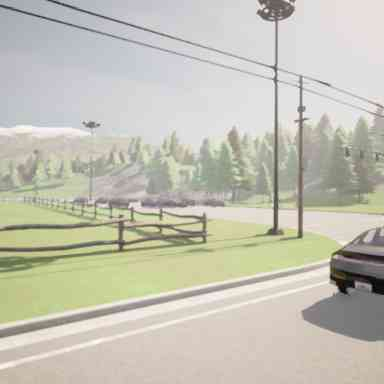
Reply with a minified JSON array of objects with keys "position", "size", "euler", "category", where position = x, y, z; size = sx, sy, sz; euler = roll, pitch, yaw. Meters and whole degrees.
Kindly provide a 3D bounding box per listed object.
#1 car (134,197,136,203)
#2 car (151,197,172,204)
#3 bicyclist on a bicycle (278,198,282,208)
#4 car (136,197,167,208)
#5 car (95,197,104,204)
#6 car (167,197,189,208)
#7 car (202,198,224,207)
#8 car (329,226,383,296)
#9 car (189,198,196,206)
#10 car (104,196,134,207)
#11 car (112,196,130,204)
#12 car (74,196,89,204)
[{"position":[-13.533,1.731,72.696],"size":[1.895,1.301,4.718],"euler":[0,0,-35],"category":"car"},{"position":[-6.410,1.706,68.756],"size":[2.033,1.411,5.357],"euler":[0,0,-35],"category":"car"},{"position":[12.528,1.492,48.463],"size":[1.656,1.620,0.582],"euler":[0,0,-35],"category":"bicyclist on a bicycle"},{"position":[-6.098,1.634,49.912],"size":[1.812,1.442,4.674],"euler":[0,0,-35],"category":"car"},{"position":[-17.645,1.647,66.525],"size":[2.033,1.411,5.357],"euler":[0,0,-35],"category":"car"},{"position":[-2.958,1.728,51.528],"size":[1.895,1.301,4.718],"euler":[0,0,-35],"category":"car"},{"position":[3.417,1.729,54.619],"size":[1.994,1.385,4.181],"euler":[0,0,-35],"category":"car"},{"position":[5.052,1.535,7.605],"size":[4.902,1.511,2.128],"euler":[0,0,-38],"category":"car"},{"position":[-1.350,1.637,55.347],"size":[2.128,1.511,4.902],"euler":[0,0,-35],"category":"car"},{"position":[-11.338,1.580,51.320],"size":[2.128,1.511,4.902],"euler":[0,0,-35],"category":"car"},{"position":[-14.670,1.596,68.349],"size":[1.882,1.535,5.008],"euler":[0,0,-35],"category":"car"},{"position":[-22.198,1.605,66.907],"size":[1.812,1.442,4.674],"euler":[0,0,-35],"category":"car"}]
